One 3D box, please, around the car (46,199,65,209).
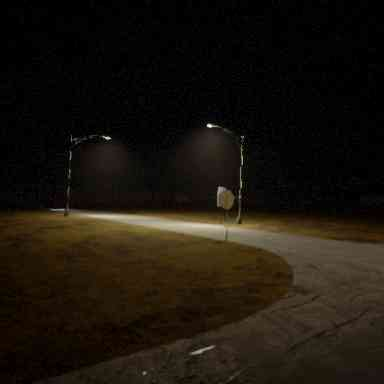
[{"bbox_3d":[-20.120,1.748,48.908,1.994,1.385,4.181,4,-2,-36],"label":"car"}]
